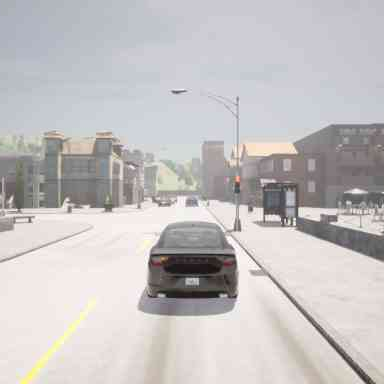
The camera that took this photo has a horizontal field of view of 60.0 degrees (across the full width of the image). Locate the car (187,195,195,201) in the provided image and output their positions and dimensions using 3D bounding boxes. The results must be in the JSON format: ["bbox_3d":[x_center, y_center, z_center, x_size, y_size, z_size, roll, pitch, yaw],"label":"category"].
[{"bbox_3d":[-0.219,1.500,81.864,1.837,1.490,4.892,0,0,0],"label":"car"}]

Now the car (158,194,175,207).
[{"bbox_3d":[-4.232,1.491,51.979,2.128,1.511,4.902,0,0,0],"label":"car"}]

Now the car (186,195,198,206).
[{"bbox_3d":[-0.036,1.477,54.536,1.882,1.535,5.008,0,0,0],"label":"car"}]

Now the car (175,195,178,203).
[{"bbox_3d":[-4.229,1.352,61.079,2.097,1.767,4.553,0,0,0],"label":"car"}]

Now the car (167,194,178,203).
[{"bbox_3d":[-4.190,1.355,71.142,2.097,1.767,4.553,0,0,0],"label":"car"}]

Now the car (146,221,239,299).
[{"bbox_3d":[0.028,1.478,8.534,1.882,1.535,5.008,0,0,0],"label":"car"}]
